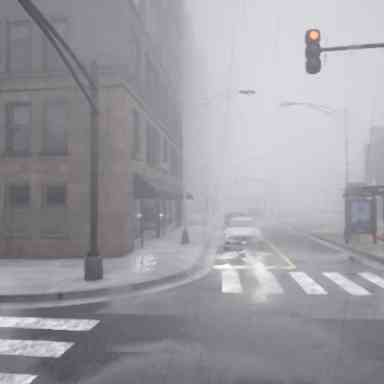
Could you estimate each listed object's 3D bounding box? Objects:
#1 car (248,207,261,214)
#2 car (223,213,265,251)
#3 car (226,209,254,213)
[{"bbox_3d":[8.685,2.842,46.908,1.837,1.490,4.892,-1,-3,7],"label":"car"},{"bbox_3d":[2.584,2.012,16.820,1.812,1.442,4.674,-1,-2,8],"label":"car"},{"bbox_3d":[3.676,2.348,27.109,1.994,1.385,4.181,-1,-2,6],"label":"car"}]
